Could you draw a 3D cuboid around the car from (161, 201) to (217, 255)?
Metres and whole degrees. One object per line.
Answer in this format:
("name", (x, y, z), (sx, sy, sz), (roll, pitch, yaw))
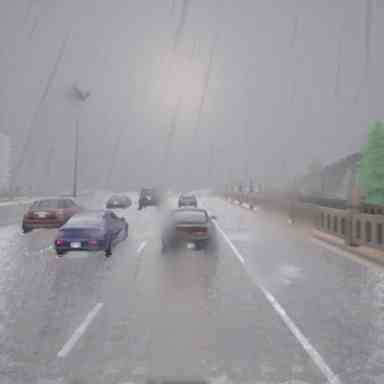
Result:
("car", (-0.098, 1.370, 12.759), (1.837, 1.490, 4.892), (0, 2, -1))

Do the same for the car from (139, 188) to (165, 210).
("car", (-3.923, 0.643, 32.862), (2.150, 2.045, 5.566), (0, 1, -1))

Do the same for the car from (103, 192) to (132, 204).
("car", (-7.446, 0.961, 34.226), (1.994, 1.385, 4.181), (0, 1, -1))

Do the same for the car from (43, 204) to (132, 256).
("car", (-3.593, 1.401, 12.485), (1.812, 1.442, 4.674), (0, 1, -1))

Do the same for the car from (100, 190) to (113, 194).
("car", (-14.993, 0.368, 58.864), (1.837, 1.490, 4.892), (0, 1, 0))

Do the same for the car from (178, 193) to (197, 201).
("car", (-0.450, 0.870, 34.527), (2.128, 1.511, 4.902), (0, 1, -1))

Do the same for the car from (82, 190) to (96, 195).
("car", (-18.487, 0.353, 58.743), (1.882, 1.535, 5.008), (0, 1, 0))

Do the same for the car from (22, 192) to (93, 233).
("car", (-7.180, 1.110, 17.977), (2.097, 1.767, 4.553), (0, 1, -1))
